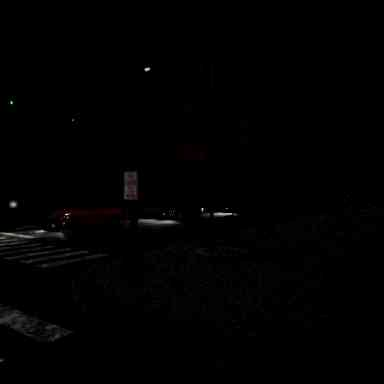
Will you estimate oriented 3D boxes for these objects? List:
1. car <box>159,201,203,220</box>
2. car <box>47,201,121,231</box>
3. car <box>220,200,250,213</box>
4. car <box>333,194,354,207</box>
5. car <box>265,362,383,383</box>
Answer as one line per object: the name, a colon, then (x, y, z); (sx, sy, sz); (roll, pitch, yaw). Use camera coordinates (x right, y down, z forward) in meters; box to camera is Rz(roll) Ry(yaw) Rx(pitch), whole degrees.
car: (-0.883, 1.540, 29.221); (1.837, 1.490, 4.892); (0, 0, 35)
car: (-6.704, 1.370, 21.012); (2.097, 1.767, 4.553); (0, 0, 35)
car: (4.867, 1.619, 37.317); (1.994, 1.385, 4.181); (0, 0, 36)
car: (24.099, 1.347, 52.878); (2.150, 2.045, 5.566); (0, 0, 35)
car: (2.194, 1.551, 1.277); (4.403, 1.369, 2.008); (0, 0, 36)
